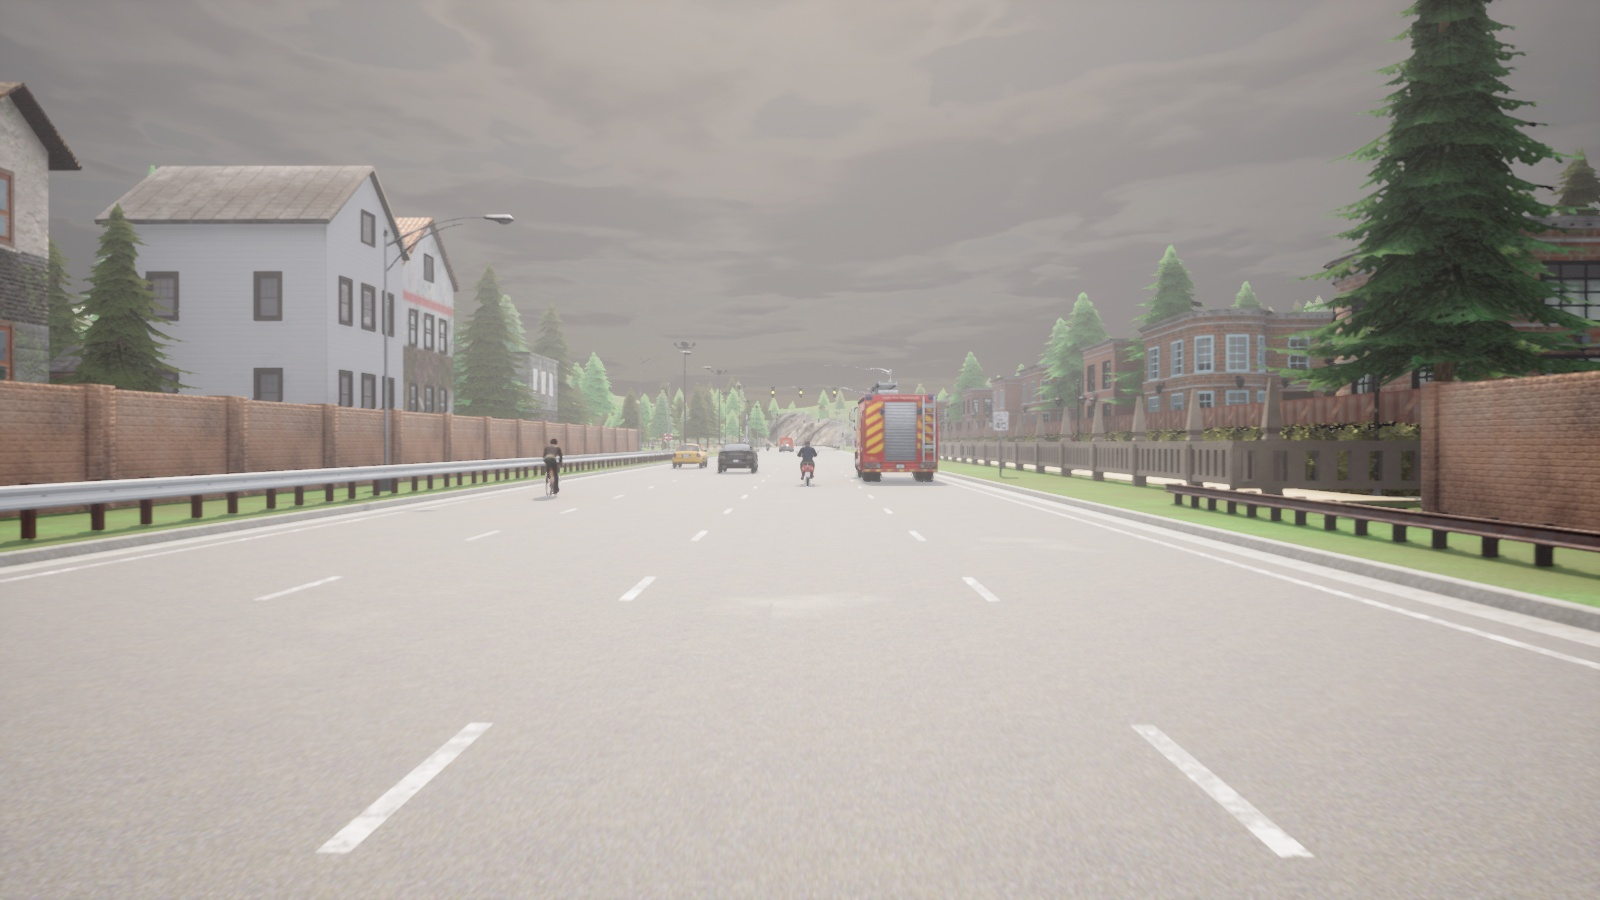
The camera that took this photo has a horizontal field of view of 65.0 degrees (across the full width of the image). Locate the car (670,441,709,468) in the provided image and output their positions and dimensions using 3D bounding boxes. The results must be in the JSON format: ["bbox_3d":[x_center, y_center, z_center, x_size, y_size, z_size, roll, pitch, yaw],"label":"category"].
[{"bbox_3d":[-6.558,0.257,75.063,1.801,1.575,5.366,0,0,0],"label":"car"}]

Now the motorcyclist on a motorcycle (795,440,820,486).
[{"bbox_3d":[0.271,0.447,44.955,0.866,1.590,1.817,0,0,0],"label":"motorcyclist on a motorcycle"}]

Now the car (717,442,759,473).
[{"bbox_3d":[-3.121,0.361,63.879,1.882,1.535,5.008,0,0,0],"label":"car"}]

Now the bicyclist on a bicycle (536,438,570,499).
[{"bbox_3d":[-6.788,0.499,34.552,0.582,1.620,1.656,0,0,0],"label":"bicyclist on a bicycle"}]

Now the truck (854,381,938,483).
[{"bbox_3d":[3.809,-0.706,51.640,2.891,3.827,8.468,0,0,0],"label":"truck"}]
